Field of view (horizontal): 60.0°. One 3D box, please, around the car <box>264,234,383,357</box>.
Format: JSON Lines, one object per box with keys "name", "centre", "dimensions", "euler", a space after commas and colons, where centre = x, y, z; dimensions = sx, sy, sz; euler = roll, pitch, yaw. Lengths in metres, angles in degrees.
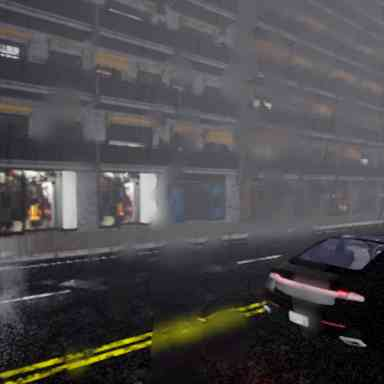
{"name": "car", "centre": [3.422, 1.505, 5.902], "dimensions": [4.902, 1.511, 2.128], "euler": [0, 0, -35]}
